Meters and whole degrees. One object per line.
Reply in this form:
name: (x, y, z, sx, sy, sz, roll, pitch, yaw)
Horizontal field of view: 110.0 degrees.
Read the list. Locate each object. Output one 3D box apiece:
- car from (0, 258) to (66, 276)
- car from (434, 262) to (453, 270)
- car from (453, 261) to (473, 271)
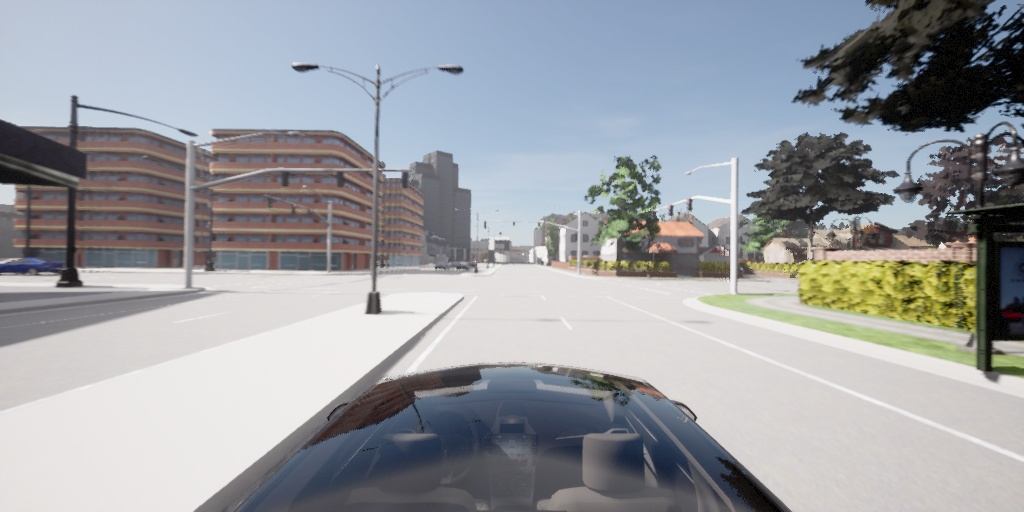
car: (-42.304, 0.914, 31.434, 5.008, 1.535, 1.882, 1, -1, -1)
car: (-11.878, 1.692, 61.216, 2.033, 1.411, 5.357, 1, -1, 0)
car: (-8.384, 1.795, 61.268, 1.895, 1.301, 4.718, 1, -1, 0)
